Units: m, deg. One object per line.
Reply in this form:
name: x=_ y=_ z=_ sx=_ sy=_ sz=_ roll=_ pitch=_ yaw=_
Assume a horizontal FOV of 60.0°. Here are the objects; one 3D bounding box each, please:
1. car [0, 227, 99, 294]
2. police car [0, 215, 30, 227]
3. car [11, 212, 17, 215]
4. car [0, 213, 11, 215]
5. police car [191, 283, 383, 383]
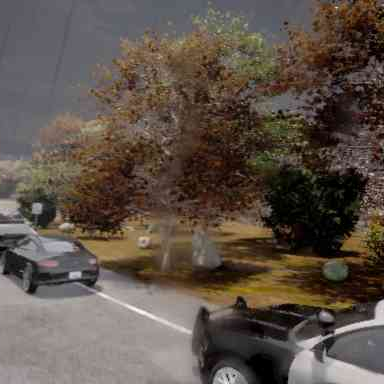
car: x=-4.447 y=2.007 z=10.225 sx=1.812 sy=1.442 sz=4.674 roll=5 pitch=-5 yaw=-40
police car: x=-8.208 y=2.065 z=14.903 sx=1.930 sy=1.638 sz=5.238 roll=5 pitch=-5 yaw=-37
car: x=-34.945 y=4.618 z=65.553 sx=1.812 sy=1.442 sz=4.674 roll=5 pitch=-4 yaw=-12
car: x=-24.841 y=3.339 z=42.261 sx=1.837 sy=1.490 sz=4.892 roll=5 pitch=-5 yaw=-21
police car: x=2.140 y=1.679 z=3.072 sx=1.930 sy=1.638 sz=5.238 roll=5 pitch=-5 yaw=-45
